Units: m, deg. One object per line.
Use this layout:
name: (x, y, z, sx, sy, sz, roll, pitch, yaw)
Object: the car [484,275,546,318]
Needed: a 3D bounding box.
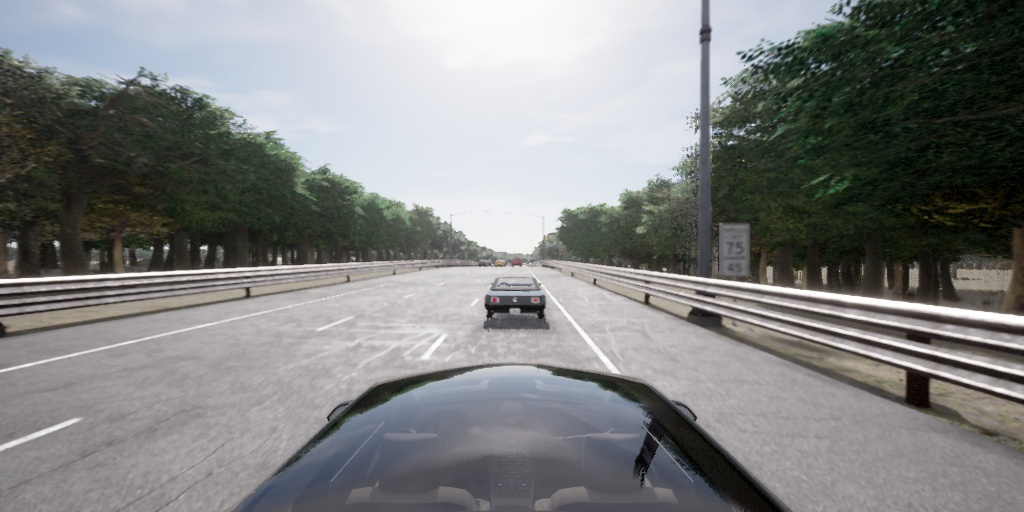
car: (0.124, 1.341, 12.893, 1.895, 1.301, 4.718, 0, 0, 1)
